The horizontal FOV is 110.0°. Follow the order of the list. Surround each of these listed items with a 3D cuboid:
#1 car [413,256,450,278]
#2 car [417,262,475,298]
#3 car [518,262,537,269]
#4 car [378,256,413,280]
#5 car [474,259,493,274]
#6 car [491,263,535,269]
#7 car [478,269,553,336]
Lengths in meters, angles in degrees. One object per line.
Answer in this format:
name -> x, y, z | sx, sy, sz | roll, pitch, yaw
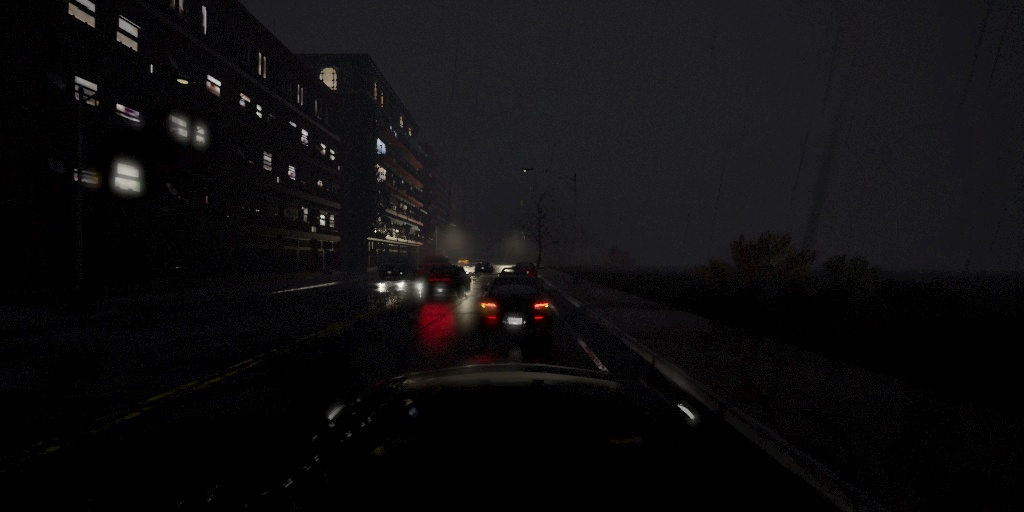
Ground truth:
car -> -6.670, 0.975, 31.404 | 2.150, 2.045, 5.566 | 0, 0, 0
car -> -3.190, 1.257, 18.319 | 1.837, 1.490, 4.892 | 0, 0, 0
car -> 1.071, 1.231, 29.935 | 1.882, 1.535, 5.008 | 0, 0, 0
car -> -9.921, 0.975, 31.782 | 2.150, 2.045, 5.566 | 0, 0, 0
car -> -3.244, 1.316, 41.779 | 1.994, 1.385, 4.181 | 0, 0, 0
car -> 0.057, 1.317, 20.407 | 1.994, 1.385, 4.181 | 0, 0, 0
car -> 0.072, 1.277, 10.239 | 1.812, 1.442, 4.674 | 0, 0, 0
